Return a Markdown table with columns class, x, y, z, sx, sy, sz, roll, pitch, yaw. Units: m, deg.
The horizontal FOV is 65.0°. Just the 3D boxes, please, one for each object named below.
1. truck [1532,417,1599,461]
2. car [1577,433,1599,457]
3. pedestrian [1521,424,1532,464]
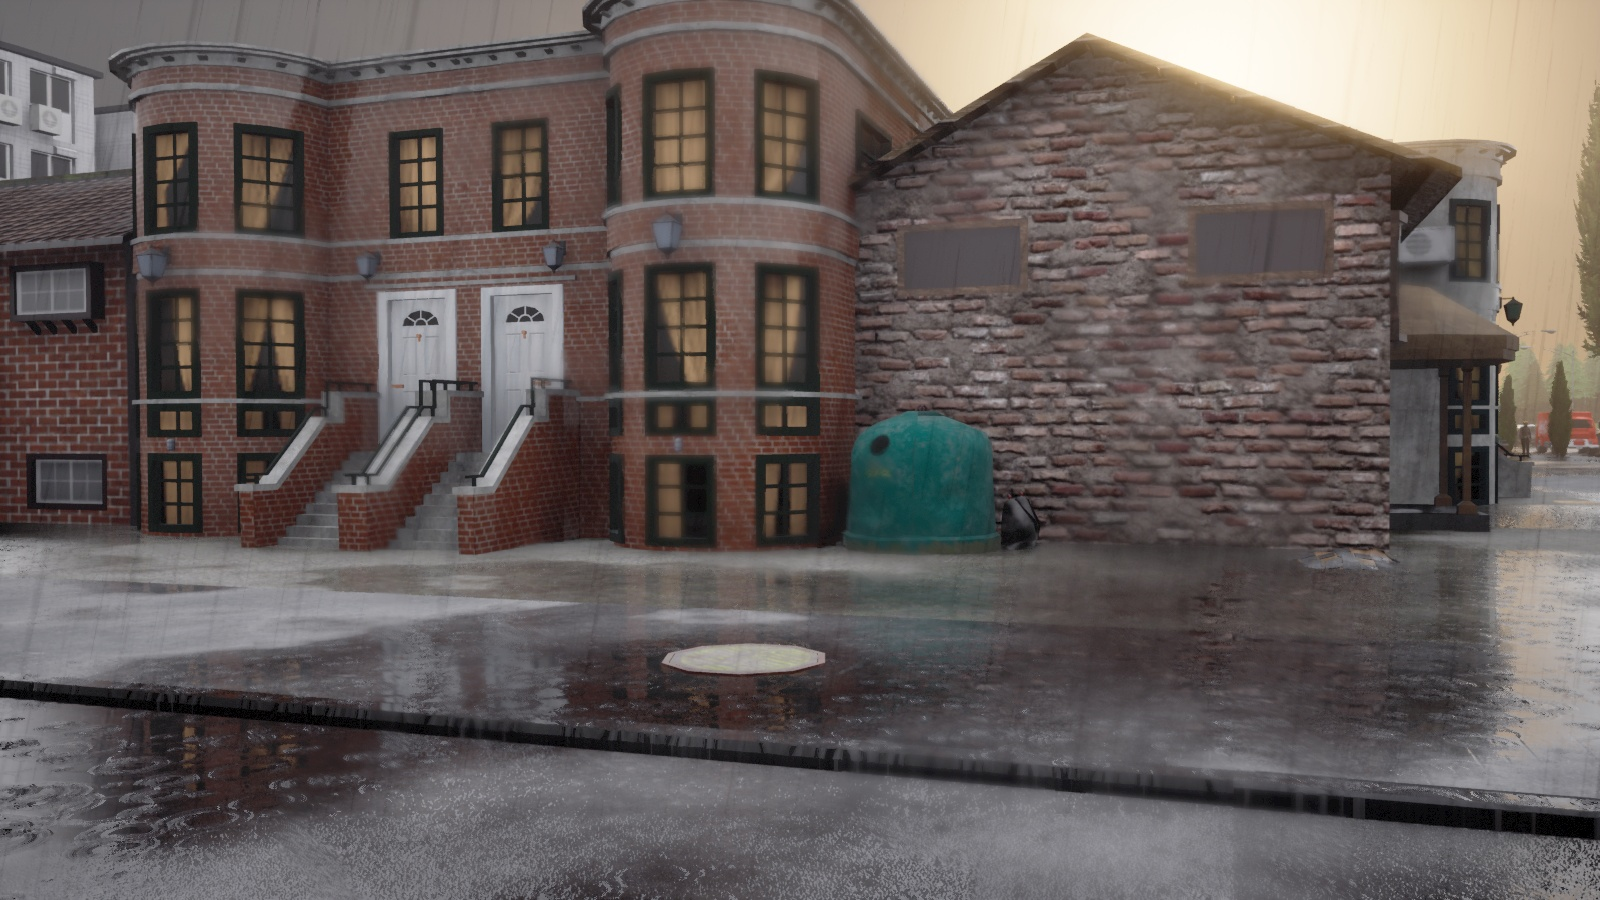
| class | x | y | z | sx | sy | sz | roll | pitch | yaw |
| --- | --- | --- | --- | --- | --- | --- | --- | --- | --- |
| truck | 44.823 | -0.665 | 73.263 | 2.627 | 2.467 | 5.204 | 1 | 1 | 19 |
| car | 51.523 | -0.322 | 80.480 | 2.007 | 1.525 | 4.514 | 1 | 1 | 19 |
| pedestrian | 33.800 | -0.272 | 58.412 | 0.331 | 1.846 | 0.634 | 1 | 1 | 20 |
